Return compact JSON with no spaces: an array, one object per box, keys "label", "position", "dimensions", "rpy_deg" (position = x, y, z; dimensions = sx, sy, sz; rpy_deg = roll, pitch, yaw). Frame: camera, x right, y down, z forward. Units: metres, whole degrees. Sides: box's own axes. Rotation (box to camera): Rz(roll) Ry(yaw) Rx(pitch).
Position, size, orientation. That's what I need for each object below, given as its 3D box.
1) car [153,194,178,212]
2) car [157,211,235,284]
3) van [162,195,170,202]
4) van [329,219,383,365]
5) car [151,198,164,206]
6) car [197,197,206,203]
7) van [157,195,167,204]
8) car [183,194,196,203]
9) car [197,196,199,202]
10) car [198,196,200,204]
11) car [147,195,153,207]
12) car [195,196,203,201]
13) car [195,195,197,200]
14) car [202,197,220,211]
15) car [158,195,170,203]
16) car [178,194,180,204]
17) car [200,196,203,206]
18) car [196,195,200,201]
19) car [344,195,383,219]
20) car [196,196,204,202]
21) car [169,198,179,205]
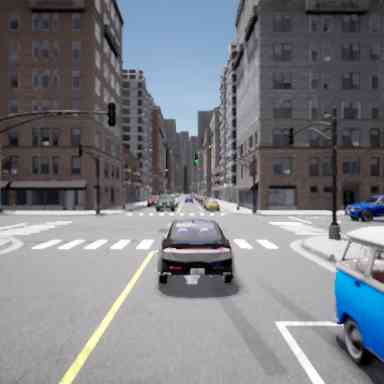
[{"label":"car","position":[-3.298,1.348,41.955],"dimensions":[2.150,2.045,5.566],"rpy_deg":[0,0,-1]},{"label":"car","position":[0.046,1.522,9.655],"dimensions":[2.128,1.511,4.902],"rpy_deg":[0,0,-2]},{"label":"van","position":[-6.402,1.560,81.052],"dimensions":[1.690,1.788,3.998],"rpy_deg":[0,0,-1]},{"label":"van","position":[2.854,1.352,3.303],"dimensions":[1.690,1.788,3.998],"rpy_deg":[0,0,0]},{"label":"car","position":[-6.102,1.721,58.952],"dimensions":[2.008,1.369,4.403],"rpy_deg":[0,0,-1]},{"label":"car","position":[2.196,1.790,75.644],"dimensions":[1.802,1.307,4.206],"rpy_deg":[0,0,-1]},{"label":"van","position":[-6.254,1.537,70.003],"dimensions":[1.690,1.788,3.998],"rpy_deg":[0,0,-1]},{"label":"car","position":[-0.626,1.728,73.359],"dimensions":[1.812,1.442,4.674],"rpy_deg":[0,0,-1]},{"label":"car","position":[2.423,1.736,59.068],"dimensions":[1.947,1.339,4.313],"rpy_deg":[0,0,-1]},{"label":"car","position":[2.498,1.708,53.542],"dimensions":[2.008,1.369,4.403],"rpy_deg":[0,0,-1]},{"label":"car","position":[-6.027,1.472,53.427],"dimensions":[2.192,1.841,5.009],"rpy_deg":[0,0,-1]},{"label":"car","position":[1.969,1.790,92.220],"dimensions":[2.008,1.369,4.403],"rpy_deg":[0,0,-1]},{"label":"car","position":[2.272,1.747,70.118],"dimensions":[2.008,1.369,4.403],"rpy_deg":[0,0,-1]},{"label":"car","position":[2.648,1.653,42.662],"dimensions":[1.752,1.417,4.829],"rpy_deg":[0,0,-1]},{"label":"car","position":[-6.329,1.523,75.528],"dimensions":[2.192,1.841,5.009],"rpy_deg":[0,0,-1]},{"label":"car","position":[-3.436,1.376,52.615],"dimensions":[2.150,2.045,5.566],"rpy_deg":[0,0,-1]},{"label":"car","position":[2.574,1.583,48.017],"dimensions":[1.967,1.590,4.097],"rpy_deg":[0,0,-1]},{"label":"car","position":[2.347,1.728,64.594],"dimensions":[1.887,1.381,4.507],"rpy_deg":[0,0,-1]},{"label":"car","position":[15.287,1.299,26.698],"dimensions":[5.566,2.045,2.150],"rpy_deg":[0,0,-1]},{"label":"car","position":[2.044,1.780,86.695],"dimensions":[2.008,1.369,4.403],"rpy_deg":[0,0,-1]},{"label":"car","position":[-3.538,1.787,65.653],"dimensions":[1.895,1.301,4.718],"rpy_deg":[0,0,0]}]
